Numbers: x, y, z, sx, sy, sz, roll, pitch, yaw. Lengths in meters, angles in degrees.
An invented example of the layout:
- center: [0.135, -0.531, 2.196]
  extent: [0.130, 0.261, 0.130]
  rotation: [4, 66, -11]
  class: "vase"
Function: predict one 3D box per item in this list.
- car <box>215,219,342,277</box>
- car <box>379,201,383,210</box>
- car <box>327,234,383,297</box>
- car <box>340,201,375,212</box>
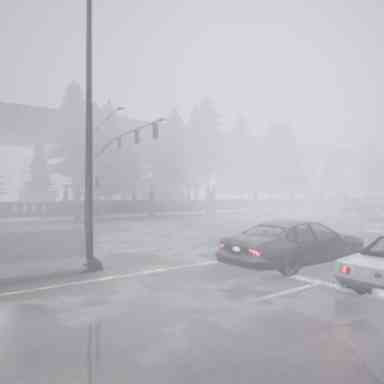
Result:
- center: [3.225, 1.575, 10.348]
  extent: [5.357, 1.411, 2.033]
  rotation: [0, 0, -35]
  class: "car"
- center: [26.921, 1.627, 44.600]
  extent: [4.674, 1.442, 1.812]
  rotation: [0, 0, -35]
  class: "car"
- center: [5.362, 1.622, 7.573]
  extent: [4.718, 1.301, 1.895]
  rotation: [0, 0, -36]
  class: "car"
- center: [19.603, 1.691, 39.454]
  extent: [4.718, 1.301, 1.895]
  rotation: [0, 0, -35]
  class: "car"
